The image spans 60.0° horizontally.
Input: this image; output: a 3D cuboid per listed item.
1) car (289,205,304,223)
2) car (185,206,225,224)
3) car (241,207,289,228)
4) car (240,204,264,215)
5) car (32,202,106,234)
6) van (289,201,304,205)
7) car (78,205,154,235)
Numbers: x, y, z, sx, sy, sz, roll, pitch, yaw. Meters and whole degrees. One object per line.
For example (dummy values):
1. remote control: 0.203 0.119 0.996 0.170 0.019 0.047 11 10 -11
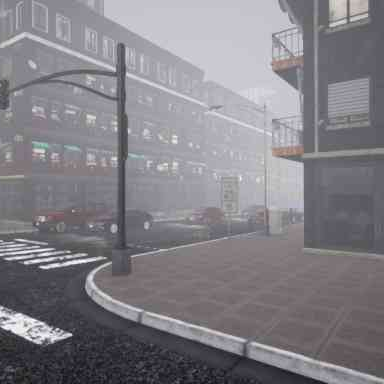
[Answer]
1. car: 9.057 2.120 30.803 2.008 1.369 4.403 -2 -2 35
2. car: 1.322 2.019 29.782 1.812 1.442 4.674 0 -1 35
3. car: 5.786 2.047 26.153 1.802 1.307 4.206 -2 -2 35
4. car: 7.297 2.188 38.259 1.837 1.490 4.892 0 -1 36
5. car: -7.619 1.603 21.620 2.192 1.841 5.009 -1 -2 35
6. van: 18.554 2.463 58.802 1.690 1.788 3.998 -2 -2 35
7. car: -4.533 1.814 21.479 1.837 1.490 4.892 0 -1 35
